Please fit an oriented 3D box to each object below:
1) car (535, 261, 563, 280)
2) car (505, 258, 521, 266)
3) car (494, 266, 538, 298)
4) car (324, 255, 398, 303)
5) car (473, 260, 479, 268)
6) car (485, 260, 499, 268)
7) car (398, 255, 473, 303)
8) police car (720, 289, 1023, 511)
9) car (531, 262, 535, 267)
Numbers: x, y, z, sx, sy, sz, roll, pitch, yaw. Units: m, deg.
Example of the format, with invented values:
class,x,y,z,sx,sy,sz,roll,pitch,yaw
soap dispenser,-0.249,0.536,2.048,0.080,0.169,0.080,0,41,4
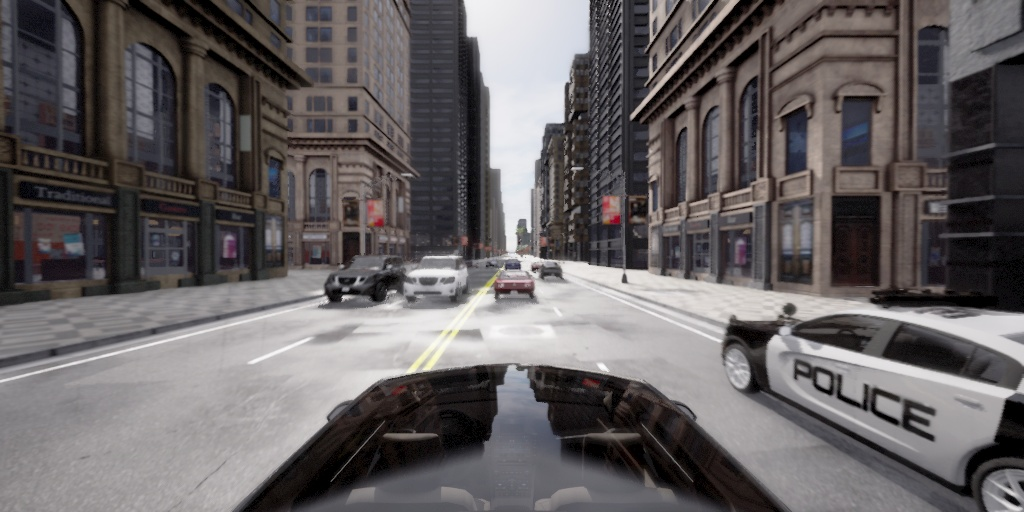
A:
class,x,y,z,sx,sy,sz,roll,pitch,yaw
car,3.350,1.251,31.501,1.837,1.490,4.892,0,0,0
car,0.141,1.092,47.046,2.097,1.767,4.553,0,0,0
car,0.113,1.347,18.356,1.895,1.301,4.718,0,0,0
car,-6.586,0.966,16.973,2.150,2.045,5.566,0,0,0
car,-6.500,1.298,58.161,1.994,1.385,4.181,0,0,1
car,-3.234,1.299,59.336,1.994,1.385,4.181,0,0,1
car,-3.336,0.967,16.935,2.150,2.045,5.566,0,0,0
police car,4.225,1.177,3.777,1.930,1.638,5.238,0,0,0
car,3.345,1.342,45.683,1.895,1.301,4.718,0,0,0
